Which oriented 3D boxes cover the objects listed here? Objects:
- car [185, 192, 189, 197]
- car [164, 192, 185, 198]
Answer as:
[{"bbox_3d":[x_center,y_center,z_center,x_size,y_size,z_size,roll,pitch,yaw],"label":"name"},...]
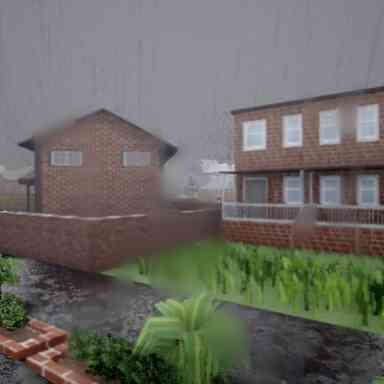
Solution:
[{"bbox_3d":[-2.530,1.022,86.957,3.866,1.878,1.905,0,0,-19],"label":"car"},{"bbox_3d":[-3.961,1.244,50.931,2.150,2.045,5.566,0,0,36],"label":"car"}]
